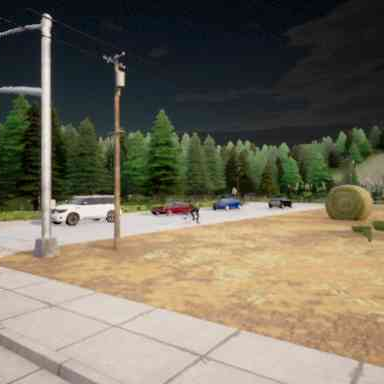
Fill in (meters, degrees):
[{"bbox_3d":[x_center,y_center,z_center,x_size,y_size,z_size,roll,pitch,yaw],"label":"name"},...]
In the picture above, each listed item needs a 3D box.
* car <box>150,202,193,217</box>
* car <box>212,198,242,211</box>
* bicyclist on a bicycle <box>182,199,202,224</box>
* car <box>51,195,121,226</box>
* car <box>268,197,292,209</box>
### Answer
[{"bbox_3d":[-1.851,1.624,32.191,1.895,1.301,4.718,0,0,37],"label":"car"},{"bbox_3d":[4.329,1.478,40.503,1.882,1.535,5.008,0,0,37],"label":"car"},{"bbox_3d":[-0.033,1.322,22.082,1.656,1.620,0.582,-1,0,37],"label":"bicyclist on a bicycle"},{"bbox_3d":[-7.752,1.267,24.236,2.150,2.045,5.566,0,0,37],"label":"car"},{"bbox_3d":[11.879,1.466,44.584,2.128,1.511,4.902,0,0,37],"label":"car"}]
